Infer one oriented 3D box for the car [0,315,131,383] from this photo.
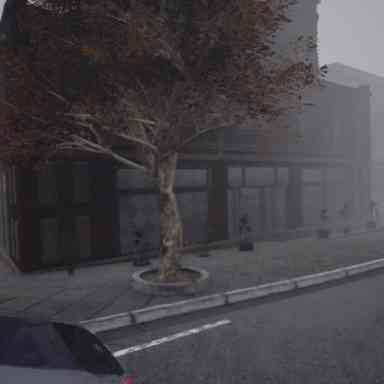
[{"bbox_3d":[-2.408,1.567,1.845,4.181,1.385,1.994,0,0,-35],"label":"car"}]
